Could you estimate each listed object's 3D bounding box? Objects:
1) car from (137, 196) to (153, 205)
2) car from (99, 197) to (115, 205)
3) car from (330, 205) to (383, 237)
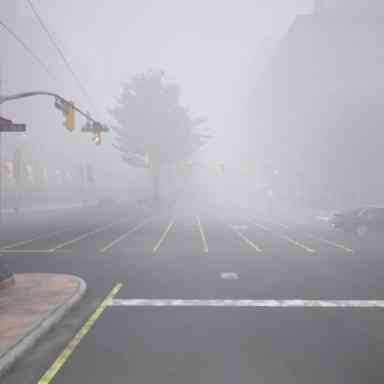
[{"bbox_3d":[-8.068,1.432,56.598,1.882,1.535,5.008,0,0,0],"label":"car"},{"bbox_3d":[-14.733,1.548,57.807,1.895,1.301,4.718,0,0,0],"label":"car"},{"bbox_3d":[9.843,1.491,17.504,4.892,1.490,1.837,0,0,0],"label":"car"}]
